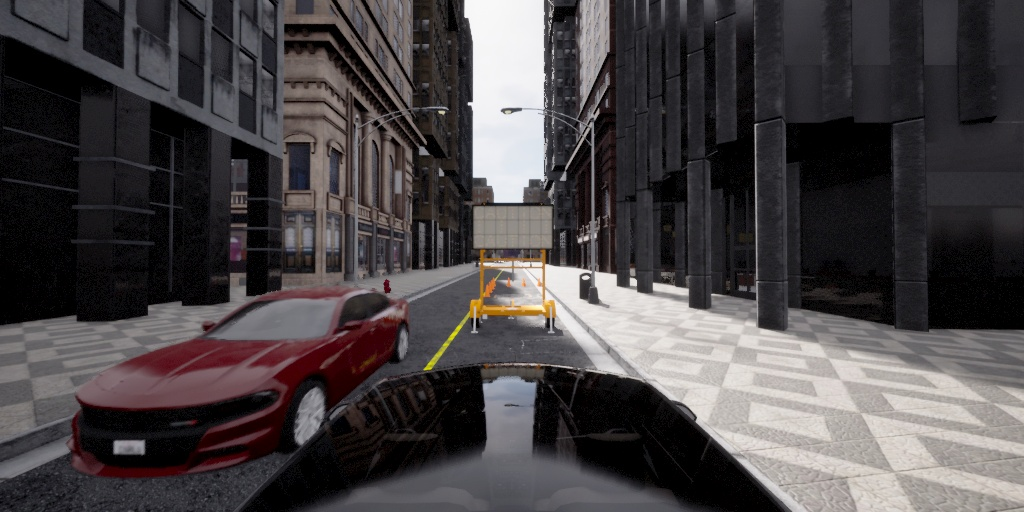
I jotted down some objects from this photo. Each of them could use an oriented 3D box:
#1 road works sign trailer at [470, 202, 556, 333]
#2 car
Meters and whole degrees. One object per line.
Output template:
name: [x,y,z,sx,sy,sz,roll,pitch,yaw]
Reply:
road works sign trailer: [0.027,0.217,10.706,2.380,3.560,2.880,0,0,0]
car: [-2.990,1.229,5.306,1.882,1.535,5.008,0,0,0]
